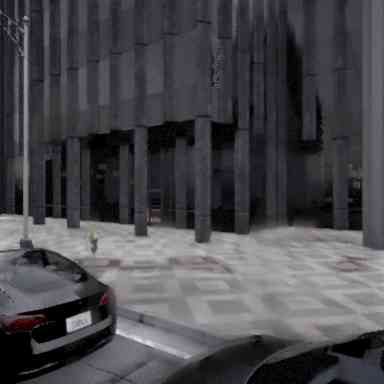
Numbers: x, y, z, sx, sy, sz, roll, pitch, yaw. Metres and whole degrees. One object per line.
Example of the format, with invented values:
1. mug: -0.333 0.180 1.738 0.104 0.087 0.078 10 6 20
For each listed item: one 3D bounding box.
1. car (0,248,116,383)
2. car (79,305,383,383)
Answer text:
1. car: -3.017 1.552 5.118 4.313 1.339 1.947 0 0 36
2. car: 1.549 1.567 1.860 4.313 1.339 1.947 0 0 36
